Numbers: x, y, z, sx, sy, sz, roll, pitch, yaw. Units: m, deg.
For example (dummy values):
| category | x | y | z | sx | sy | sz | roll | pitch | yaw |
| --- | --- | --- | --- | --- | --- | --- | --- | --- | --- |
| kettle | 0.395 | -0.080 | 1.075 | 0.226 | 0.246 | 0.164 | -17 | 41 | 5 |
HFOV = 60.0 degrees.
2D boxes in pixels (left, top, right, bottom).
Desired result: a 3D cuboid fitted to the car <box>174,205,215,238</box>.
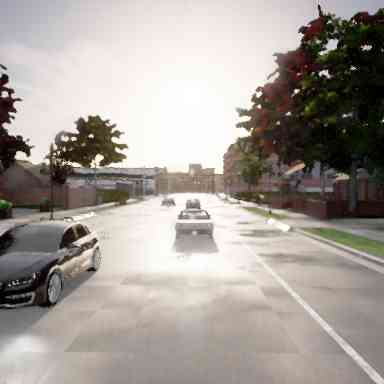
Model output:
| category | x | y | z | sx | sy | sz | roll | pitch | yaw |
| --- | --- | --- | --- | --- | --- | --- | --- | --- | --- |
| car | 0.112 | 1.574 | 17.555 | 1.895 | 1.301 | 4.718 | 0 | 0 | 0 |

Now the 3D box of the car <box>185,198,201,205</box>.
| category | x | y | z | sx | sy | sz | roll | pitch | yaw |
| --- | --- | --- | --- | --- | --- | --- | --- | --- | --- |
| car | 0.136 | 1.409 | 38.175 | 2.033 | 1.411 | 5.357 | 0 | 0 | 0 |

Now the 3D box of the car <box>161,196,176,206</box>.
| category | x | y | z | sx | sy | sz | roll | pitch | yaw |
| --- | --- | --- | --- | --- | --- | --- | --- | --- | --- |
| car | -3.514 | 1.341 | 50.580 | 1.994 | 1.385 | 4.181 | 0 | 0 | 0 |

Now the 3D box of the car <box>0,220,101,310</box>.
| category | x | y | z | sx | sy | sz | roll | pitch | yaw |
| --- | --- | --- | --- | --- | --- | --- | --- | --- | --- |
| car | -3.593 | 1.499 | 8.015 | 1.837 | 1.490 | 4.892 | 0 | 0 | 0 |
